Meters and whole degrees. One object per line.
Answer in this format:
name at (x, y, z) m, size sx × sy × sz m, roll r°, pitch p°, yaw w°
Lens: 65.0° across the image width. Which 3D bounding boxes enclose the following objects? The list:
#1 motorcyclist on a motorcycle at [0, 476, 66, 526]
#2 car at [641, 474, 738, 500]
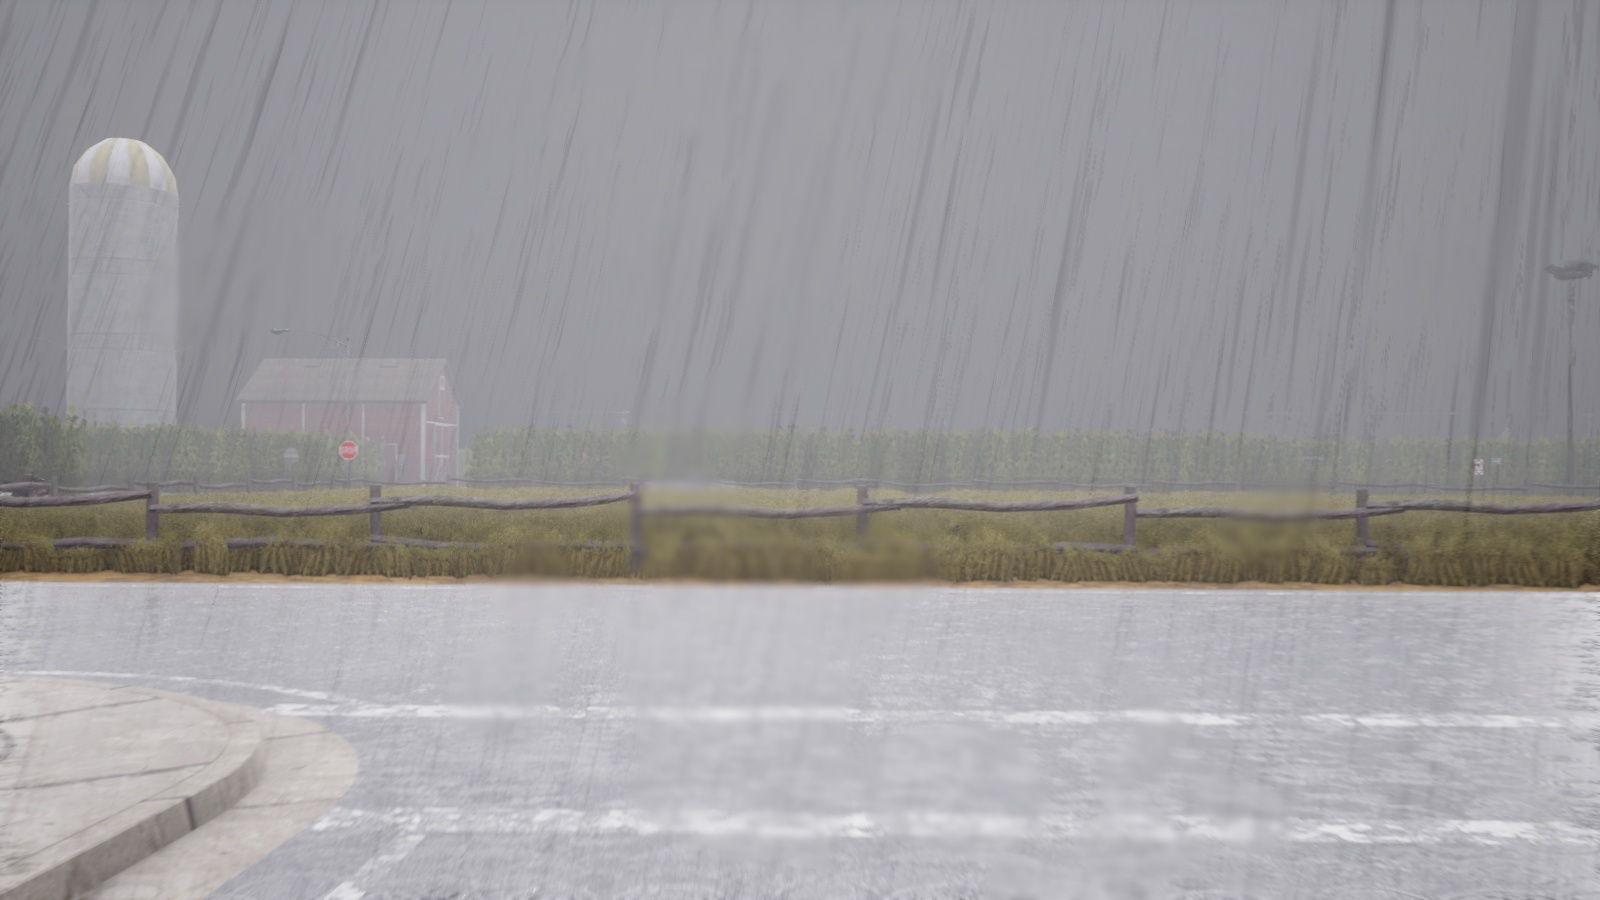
motorcyclist on a motorcycle at (-24.570, 1.608, 40.152) m, size 0.866 × 1.530 × 2.191 m, roll 0°, pitch -1°, yaw 2°
car at (-5.592, 1.885, 64.086) m, size 4.718 × 1.301 × 1.895 m, roll 0°, pitch -1°, yaw 2°
